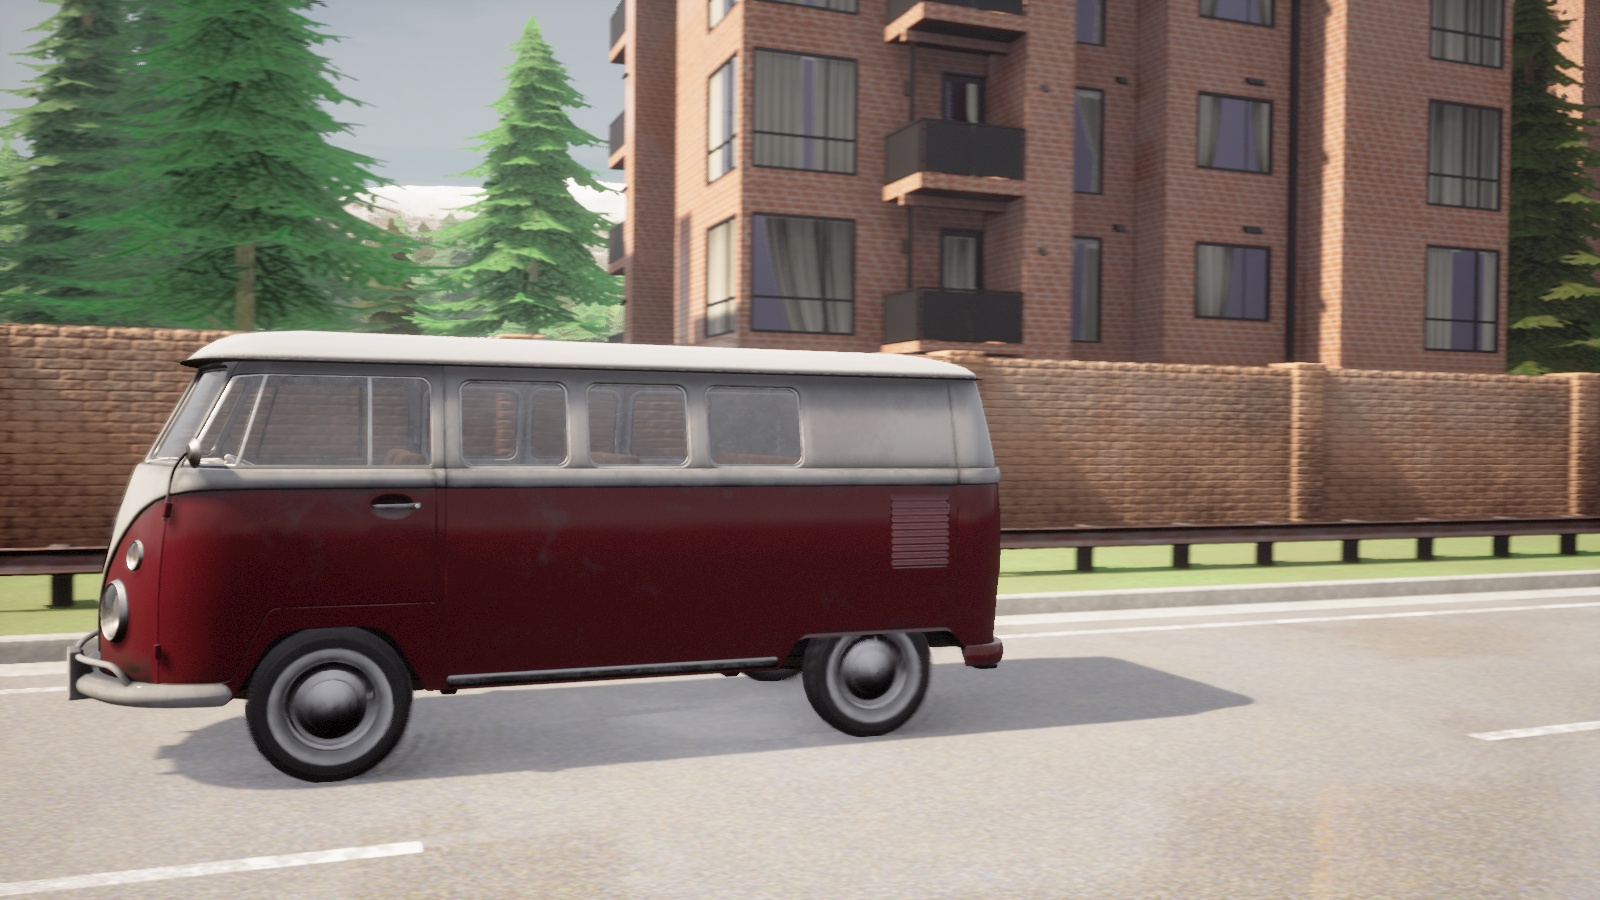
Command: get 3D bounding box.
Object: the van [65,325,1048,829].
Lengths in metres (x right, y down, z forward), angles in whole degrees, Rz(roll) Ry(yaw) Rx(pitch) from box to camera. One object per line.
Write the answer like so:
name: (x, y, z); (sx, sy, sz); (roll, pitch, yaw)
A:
van: (-1.111, 0.456, 6.558); (4.442, 1.987, 1.775); (-1, 1, -21)
